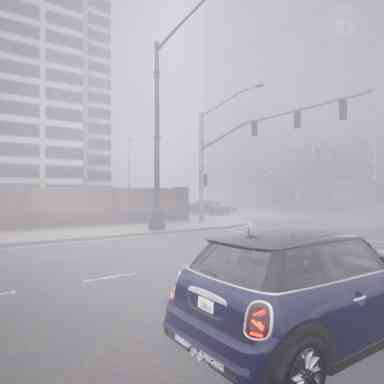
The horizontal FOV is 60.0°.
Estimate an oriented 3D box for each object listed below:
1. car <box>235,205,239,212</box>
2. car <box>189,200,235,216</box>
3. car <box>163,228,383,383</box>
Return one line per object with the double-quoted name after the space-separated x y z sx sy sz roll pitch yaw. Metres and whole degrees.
3.033 1.593 37.338 1.895 1.301 4.718 0 0 -36 "car"
1.506 1.541 33.460 2.033 1.411 5.357 0 0 -36 "car"
1.904 1.351 5.143 4.553 1.767 2.097 0 0 -35 "car"
